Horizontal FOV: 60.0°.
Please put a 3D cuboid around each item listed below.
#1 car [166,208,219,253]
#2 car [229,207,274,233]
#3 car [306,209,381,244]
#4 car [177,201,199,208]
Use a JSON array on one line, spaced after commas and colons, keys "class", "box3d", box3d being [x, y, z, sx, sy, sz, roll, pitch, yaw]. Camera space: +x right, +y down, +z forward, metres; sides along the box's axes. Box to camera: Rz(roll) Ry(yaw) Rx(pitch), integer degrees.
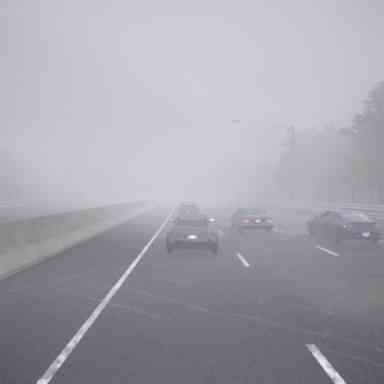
[{"class": "car", "box3d": [-0.008, 1.575, 13.823, 1.994, 1.385, 4.181, 0, 0, -1]}, {"class": "car", "box3d": [3.404, 1.577, 19.885, 2.033, 1.411, 5.357, 0, 0, -1]}, {"class": "car", "box3d": [6.968, 1.538, 15.685, 1.812, 1.442, 4.674, 0, 0, -1]}, {"class": "car", "box3d": [-0.367, 1.591, 31.635, 2.128, 1.511, 4.902, 0, 0, -2]}]
